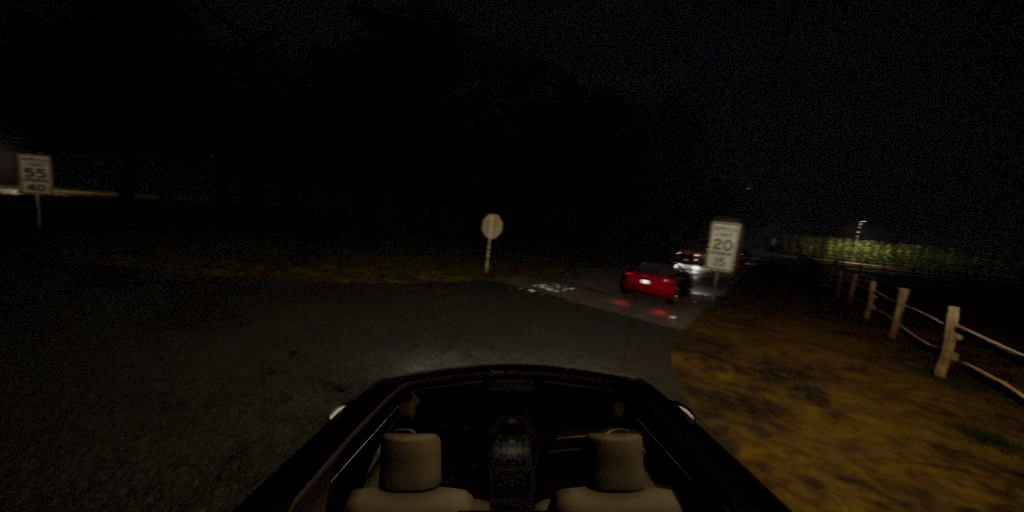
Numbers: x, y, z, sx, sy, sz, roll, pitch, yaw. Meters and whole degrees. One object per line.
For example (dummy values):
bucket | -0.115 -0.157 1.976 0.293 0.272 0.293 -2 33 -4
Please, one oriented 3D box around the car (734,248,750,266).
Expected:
car | 24.649 0.154 39.653 1.994 1.385 4.181 11 9 36

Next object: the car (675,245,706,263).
car | 17.156 -0.261 34.236 2.097 1.767 4.553 11 8 36

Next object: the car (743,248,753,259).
car | 32.121 -0.356 49.798 1.837 1.490 4.892 11 9 36

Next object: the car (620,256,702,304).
car | 5.849 0.844 14.163 1.994 1.385 4.181 11 7 36
